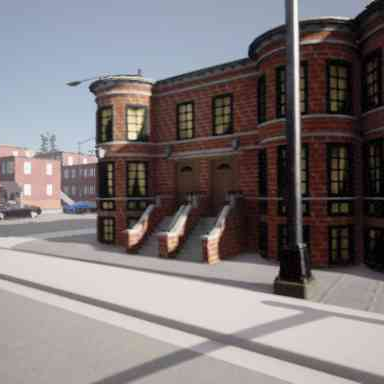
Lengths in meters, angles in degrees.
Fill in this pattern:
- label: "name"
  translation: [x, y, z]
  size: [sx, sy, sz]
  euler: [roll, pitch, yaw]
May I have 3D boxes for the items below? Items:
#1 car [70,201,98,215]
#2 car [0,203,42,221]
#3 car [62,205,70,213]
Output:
- label: "car"
  translation: [-11.761, 1.997, 39.986]
  size: [1.895, 1.301, 4.718]
  euler: [-1, -1, 36]
- label: "car"
  translation: [-17.190, 1.890, 32.378]
  size: [2.128, 1.511, 4.902]
  euler: [-1, 0, 36]
- label: "car"
  translation: [-14.167, 1.918, 42.644]
  size: [1.882, 1.535, 5.008]
  euler: [-1, 0, 35]
